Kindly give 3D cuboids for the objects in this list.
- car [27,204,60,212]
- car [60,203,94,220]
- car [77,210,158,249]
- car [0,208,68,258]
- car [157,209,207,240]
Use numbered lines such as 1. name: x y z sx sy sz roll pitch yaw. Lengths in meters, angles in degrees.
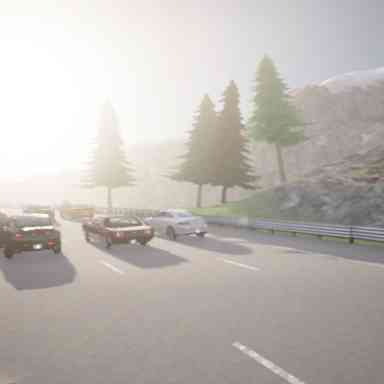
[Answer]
1. car: -13.208 1.787 28.514 1.837 1.490 4.892 0 0 -38
2. car: -10.917 1.750 31.254 1.882 1.535 5.008 0 0 -39
3. car: -3.584 1.717 15.251 1.895 1.301 4.718 0 0 -33
4. car: -6.668 1.643 13.572 1.837 1.490 4.892 0 0 -33
5. car: -0.998 1.630 17.686 1.812 1.442 4.674 0 0 -33
